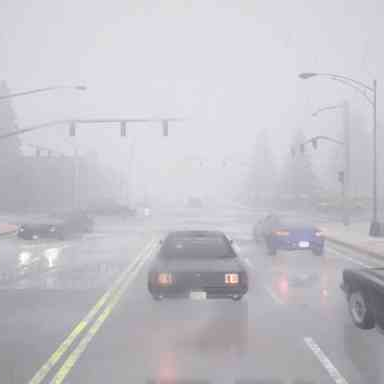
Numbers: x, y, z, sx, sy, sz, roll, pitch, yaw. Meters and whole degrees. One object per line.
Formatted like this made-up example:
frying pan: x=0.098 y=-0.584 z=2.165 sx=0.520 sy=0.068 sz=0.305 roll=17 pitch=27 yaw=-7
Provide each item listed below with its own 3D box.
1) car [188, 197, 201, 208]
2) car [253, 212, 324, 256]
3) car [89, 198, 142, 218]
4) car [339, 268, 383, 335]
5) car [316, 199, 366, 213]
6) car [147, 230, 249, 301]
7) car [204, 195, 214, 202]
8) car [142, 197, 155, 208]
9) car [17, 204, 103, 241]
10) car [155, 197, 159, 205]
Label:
car: x=0.357 y=1.505 z=49.574 sx=1.837 sy=1.490 sz=4.892 roll=0 pitch=0 yaw=0
car: x=3.643 y=1.526 z=13.071 sx=1.812 sy=1.442 sz=4.674 roll=0 pitch=0 yaw=0
car: x=-7.046 y=1.351 z=29.331 sx=4.553 sy=1.767 sz=2.097 roll=0 pitch=0 yaw=1
car: x=3.615 y=1.601 z=3.968 sx=1.895 sy=1.301 sz=4.718 roll=0 pitch=0 yaw=0
car: x=16.095 y=1.478 z=36.046 sx=5.008 sy=1.535 sz=1.882 roll=0 pitch=0 yaw=0
car: x=0.103 y=1.601 z=8.281 sx=1.895 sy=1.301 sz=4.718 roll=0 pitch=0 yaw=0
car: x=3.864 y=1.355 z=74.956 sx=2.097 sy=1.767 sz=4.553 roll=0 pitch=0 yaw=0
car: x=-6.872 y=1.526 z=47.371 sx=1.812 sy=1.442 sz=4.674 roll=0 pitch=0 yaw=0
car: x=-6.565 y=1.547 z=16.925 sx=2.033 sy=1.411 sz=5.357 roll=0 pitch=0 yaw=3
car: x=-6.815 y=1.564 z=57.395 sx=1.994 sy=1.385 sz=4.181 roll=0 pitch=0 yaw=0
